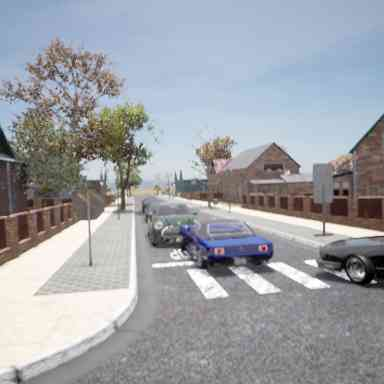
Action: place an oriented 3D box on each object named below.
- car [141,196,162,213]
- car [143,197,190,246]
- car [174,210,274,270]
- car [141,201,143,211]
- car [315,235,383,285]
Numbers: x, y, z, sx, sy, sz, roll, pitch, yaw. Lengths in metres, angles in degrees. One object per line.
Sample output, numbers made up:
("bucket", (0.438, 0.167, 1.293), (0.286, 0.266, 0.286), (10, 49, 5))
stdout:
("car", (-4.363, 1.282, 35.434), (1.882, 1.535, 5.008), (-2, 0, -10))
("car", (-0.889, 1.273, 15.100), (2.097, 1.767, 4.553), (-2, 0, -11))
("car", (0.817, 1.506, 10.868), (1.895, 1.301, 4.718), (-1, 1, -12))
("car", (-2.557, 1.424, 25.066), (1.994, 1.385, 4.181), (-2, 1, -10))
("car", (5.554, 1.342, 7.065), (5.357, 1.411, 2.033), (-1, 1, 41))
